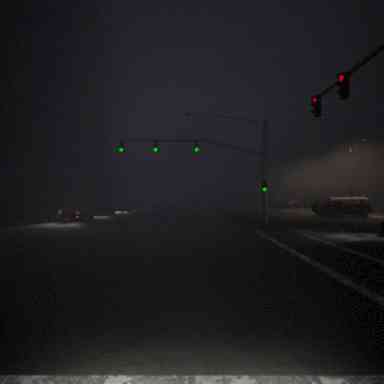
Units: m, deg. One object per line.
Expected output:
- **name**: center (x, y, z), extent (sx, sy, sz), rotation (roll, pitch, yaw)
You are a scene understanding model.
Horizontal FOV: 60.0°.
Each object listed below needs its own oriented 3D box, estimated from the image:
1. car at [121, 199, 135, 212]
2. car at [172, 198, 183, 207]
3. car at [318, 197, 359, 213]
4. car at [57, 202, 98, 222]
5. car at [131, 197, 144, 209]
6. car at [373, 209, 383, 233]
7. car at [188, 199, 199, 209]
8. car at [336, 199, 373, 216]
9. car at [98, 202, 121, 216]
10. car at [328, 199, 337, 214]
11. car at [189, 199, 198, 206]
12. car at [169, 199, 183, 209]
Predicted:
- **car**: center (-10.428, 2.211, 50.041), extent (1.994, 1.385, 4.181), rotation (0, -1, 1)
- **car**: center (-3.144, 2.286, 72.221), extent (2.097, 1.767, 4.553), rotation (0, -1, 1)
- **car**: center (21.936, 1.848, 49.875), extent (4.605, 1.855, 1.932), rotation (0, -1, 1)
- **car**: center (-10.609, 1.750, 30.615), extent (2.097, 1.767, 4.553), rotation (0, -1, 1)
- **car**: center (-10.293, 2.014, 61.321), extent (2.150, 2.045, 5.566), rotation (0, -1, 0)
- **car**: center (13.304, 1.651, 18.969), extent (4.553, 1.767, 2.097), rotation (0, -1, 1)
- **car**: center (0.257, 2.144, 61.427), extent (2.097, 1.767, 4.553), rotation (0, -1, 1)
- **car**: center (21.895, 2.018, 44.294), extent (3.806, 1.475, 1.970), rotation (0, -1, 1)
- **car**: center (-10.527, 2.067, 40.110), extent (2.033, 1.411, 5.357), rotation (0, -1, 0)
- **car**: center (21.943, 2.024, 47.188), extent (3.905, 1.438, 1.784), rotation (0, -1, 1)
- **car**: center (0.349, 2.284, 71.555), extent (1.837, 1.490, 4.892), rotation (0, -1, 1)
- **car**: center (-3.145, 2.353, 61.116), extent (1.994, 1.385, 4.181), rotation (0, -1, 1)
